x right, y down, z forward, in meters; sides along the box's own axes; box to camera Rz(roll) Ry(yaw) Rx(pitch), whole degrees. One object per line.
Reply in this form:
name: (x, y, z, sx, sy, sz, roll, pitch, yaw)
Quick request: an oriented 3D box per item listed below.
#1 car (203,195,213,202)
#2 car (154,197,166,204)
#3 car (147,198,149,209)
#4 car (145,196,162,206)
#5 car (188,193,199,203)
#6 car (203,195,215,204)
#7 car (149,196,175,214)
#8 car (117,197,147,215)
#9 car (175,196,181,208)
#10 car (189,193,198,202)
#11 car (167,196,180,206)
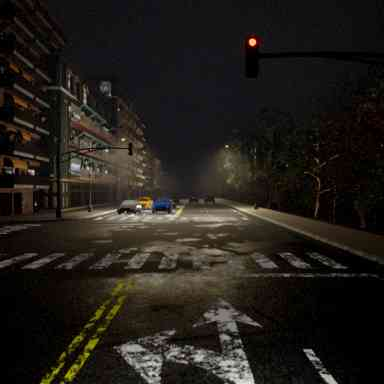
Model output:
car: (3.576, 1.497, 76.485, 2.033, 1.411, 5.357, 0, 0, 0)
car: (-6.223, 1.620, 65.023, 1.895, 1.301, 4.718, 0, 0, 0)
car: (-6.362, 1.485, 44.559, 1.882, 1.535, 5.008, 0, 0, 1)
car: (-6.270, 1.504, 54.699, 2.128, 1.511, 4.902, 0, 0, 0)
car: (0.384, 1.511, 66.486, 2.128, 1.511, 4.902, 0, 0, 0)
car: (3.532, 1.524, 66.065, 1.837, 1.490, 4.892, 0, 0, 0)
car: (-3.186, 1.482, 36.345, 1.882, 1.535, 5.008, 0, 0, 1)
car: (-6.444, 1.551, 34.906, 2.033, 1.411, 5.357, 0, 0, 0)
car: (-3.098, 1.499, 45.825, 2.128, 1.511, 4.902, 0, 0, 1)
car: (0.327, 1.252, 76.576, 2.150, 2.045, 5.566, 0, 0, 0)
car: (-3.014, 1.518, 55.887, 1.837, 1.490, 4.892, 0, 0, 0)
